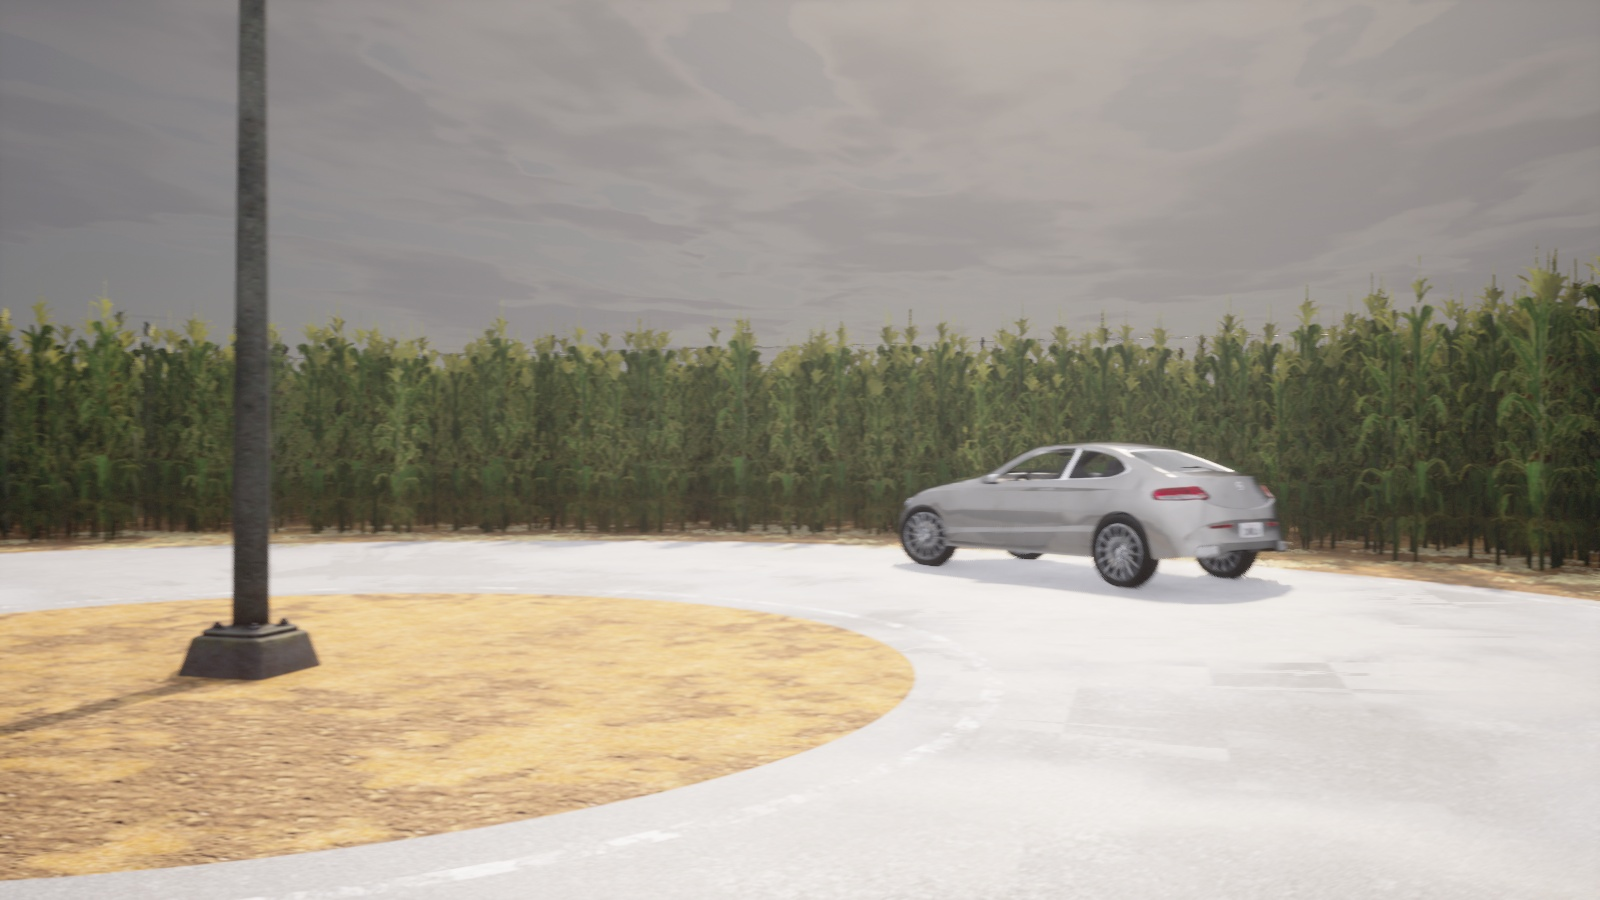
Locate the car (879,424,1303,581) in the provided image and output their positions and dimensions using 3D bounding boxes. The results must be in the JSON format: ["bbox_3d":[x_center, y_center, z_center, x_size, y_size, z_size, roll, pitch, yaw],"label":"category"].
[{"bbox_3d":[3.438,0.562,15.842,2.152,1.651,5.027,0,0,-36],"label":"car"}]
